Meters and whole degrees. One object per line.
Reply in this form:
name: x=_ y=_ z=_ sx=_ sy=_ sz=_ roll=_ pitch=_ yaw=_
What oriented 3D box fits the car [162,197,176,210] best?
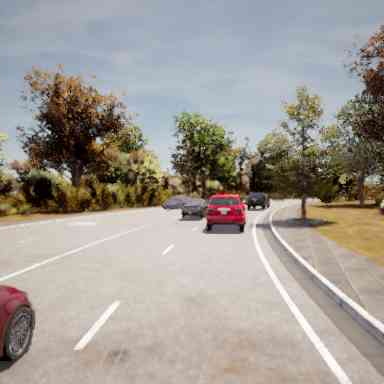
car: x=-2.150 y=1.413 z=43.720 sx=2.097 sy=1.767 sz=4.553 roll=-1 pitch=0 yaw=22

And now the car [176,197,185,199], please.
car: x=0.163 y=1.482 z=39.961 sx=1.882 sy=1.535 sz=5.008 roll=-1 pitch=0 yaw=20

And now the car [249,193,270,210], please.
car: x=8.255 y=1.088 z=41.130 sx=2.150 sy=2.045 sz=5.566 roll=-1 pitch=0 yaw=22

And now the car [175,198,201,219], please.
car: x=0.481 y=1.463 z=28.547 sx=2.128 sy=1.511 sz=4.902 roll=-1 pitch=0 yaw=15

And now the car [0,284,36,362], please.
car: x=-3.237 y=1.527 z=2.955 sx=1.812 sy=1.442 sz=4.674 roll=0 pitch=0 yaw=1

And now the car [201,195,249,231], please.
car: x=2.215 y=1.182 z=20.507 sx=2.150 sy=2.045 sz=5.566 roll=0 pitch=0 yaw=11
